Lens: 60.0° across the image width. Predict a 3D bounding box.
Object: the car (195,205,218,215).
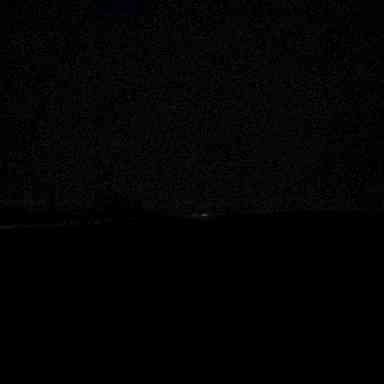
[{"bbox_3d":[2.439,2.904,54.938,1.882,1.535,5.008,-2,-3,36],"label":"car"}]
